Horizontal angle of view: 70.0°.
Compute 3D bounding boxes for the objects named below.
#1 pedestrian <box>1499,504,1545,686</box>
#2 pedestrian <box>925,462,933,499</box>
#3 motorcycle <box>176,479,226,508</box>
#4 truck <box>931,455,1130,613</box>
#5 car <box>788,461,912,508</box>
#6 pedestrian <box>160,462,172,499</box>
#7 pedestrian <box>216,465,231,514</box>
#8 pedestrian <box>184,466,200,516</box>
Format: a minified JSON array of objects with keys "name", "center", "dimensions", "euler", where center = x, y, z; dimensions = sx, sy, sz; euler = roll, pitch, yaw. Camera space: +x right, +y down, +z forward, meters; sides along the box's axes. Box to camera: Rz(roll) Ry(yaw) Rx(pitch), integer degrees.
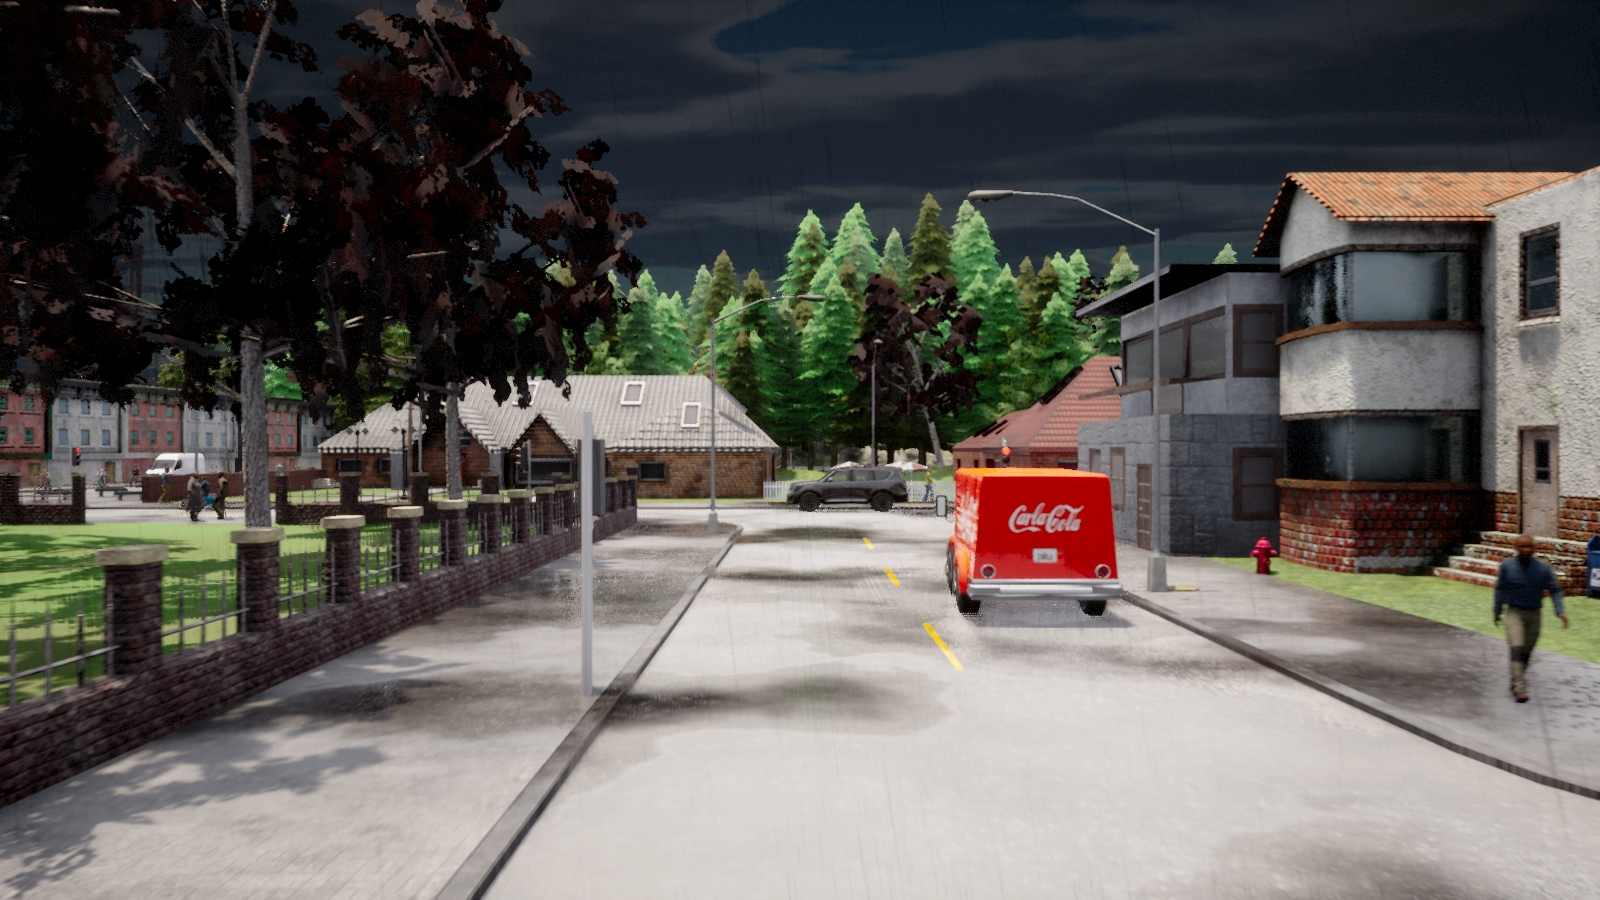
[{"name":"pedestrian","center":[7.648,1.517,12.110],"dimensions":[0.375,1.860,0.375],"euler":[0,0,25]},{"name":"pedestrian","center":[6.499,1.530,57.570],"dimensions":[0.375,1.860,0.375],"euler":[0,0,-5]},{"name":"motorcycle","center":[-27.396,1.966,52.241],"dimensions":[1.805,1.236,0.856],"euler":[2,0,0]},{"name":"truck","center":[3.958,1.352,20.762],"dimensions":[2.627,2.467,5.204],"euler":[0,0,1]},{"name":"car","center":[2.233,1.564,52.215],"dimensions":[5.566,2.045,2.150],"euler":[0,0,0]},{"name":"pedestrian","center":[-31.927,1.524,57.541],"dimensions":[0.375,1.860,0.375],"euler":[0,0,0]},{"name":"pedestrian","center":[-22.185,1.528,43.988],"dimensions":[0.375,1.860,0.375],"euler":[0,0,7]},{"name":"pedestrian","center":[-22.820,1.530,42.877],"dimensions":[0.375,1.860,0.375],"euler":[0,0,1]}]
